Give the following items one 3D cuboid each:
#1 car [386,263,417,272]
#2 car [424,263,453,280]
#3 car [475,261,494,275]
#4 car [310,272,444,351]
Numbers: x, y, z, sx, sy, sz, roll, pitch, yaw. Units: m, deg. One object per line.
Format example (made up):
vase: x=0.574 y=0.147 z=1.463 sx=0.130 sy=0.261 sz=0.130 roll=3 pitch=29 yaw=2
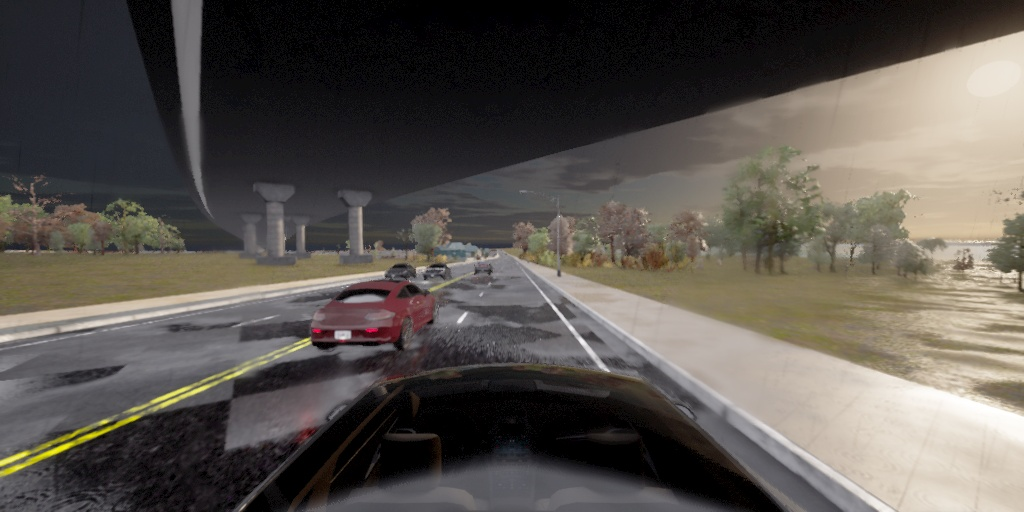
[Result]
car: x=-9.822 y=1.381 z=32.022 sx=1.812 sy=1.442 sz=4.674 roll=0 pitch=0 yaw=0
car: x=-6.572 y=1.358 z=31.990 sx=1.812 sy=1.442 sz=4.674 roll=0 pitch=0 yaw=0
car: x=-3.189 y=1.314 z=41.027 sx=2.128 sy=1.511 sz=4.902 roll=0 pitch=0 yaw=0
car: x=-3.148 y=1.305 z=8.981 sx=1.812 sy=1.442 sz=4.674 roll=0 pitch=0 yaw=0
